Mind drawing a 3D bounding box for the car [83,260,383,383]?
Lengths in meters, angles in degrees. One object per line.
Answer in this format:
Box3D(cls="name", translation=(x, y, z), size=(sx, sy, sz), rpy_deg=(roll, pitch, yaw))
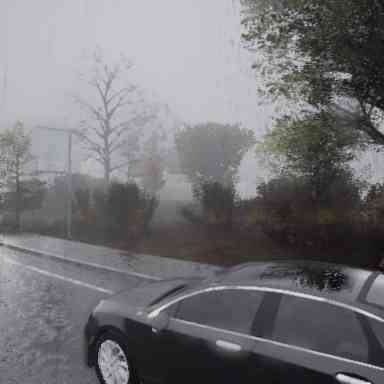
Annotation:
Box3D(cls="car", translation=(0.857, 1.515, 3.502), size=(4.892, 1.490, 1.837), rpy_deg=(0, 0, 36))
